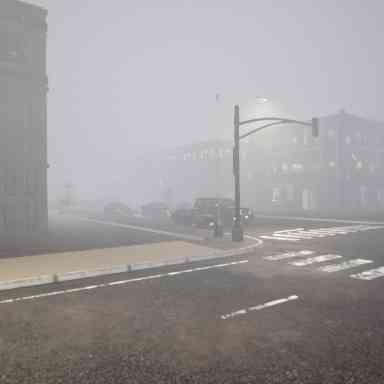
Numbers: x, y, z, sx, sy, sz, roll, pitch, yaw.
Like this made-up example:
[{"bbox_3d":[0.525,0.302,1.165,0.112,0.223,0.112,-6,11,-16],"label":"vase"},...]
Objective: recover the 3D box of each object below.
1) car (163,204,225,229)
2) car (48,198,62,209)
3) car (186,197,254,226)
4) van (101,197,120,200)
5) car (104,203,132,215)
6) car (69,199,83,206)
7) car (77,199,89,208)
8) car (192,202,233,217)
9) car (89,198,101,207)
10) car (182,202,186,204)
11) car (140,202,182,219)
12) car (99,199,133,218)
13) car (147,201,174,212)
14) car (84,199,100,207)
[{"bbox_3d":[0.034,1.814,24.088,1.947,1.339,4.313,-1,0,-35],"label":"car"},{"bbox_3d":[-23.819,2.232,57.904,1.752,1.417,4.829,-1,0,-35],"label":"car"},{"bbox_3d":[2.238,1.443,25.676,2.150,2.045,5.566,-1,0,-35],"label":"car"},{"bbox_3d":[-13.885,1.907,58.381,1.690,1.788,3.998,-1,0,-35],"label":"van"},{"bbox_3d":[-9.450,2.052,42.169,1.895,1.301,4.718,-1,0,-35],"label":"car"},{"bbox_3d":[-26.695,2.364,76.436,1.947,1.339,4.313,-1,0,-35],"label":"car"},{"bbox_3d":[-20.190,2.195,62.825,1.812,1.442,4.674,-1,-1,-35],"label":"car"},{"bbox_3d":[2.138,1.809,35.812,2.008,1.369,4.403,-2,0,-35],"label":"car"},{"bbox_3d":[-17.090,1.940,62.894,2.192,1.841,5.009,-1,0,-35],"label":"car"},{"bbox_3d":[-1.066,1.904,40.327,1.802,1.307,4.206,-2,0,-35],"label":"car"},{"bbox_3d":[-3.564,1.828,33.859,2.128,1.511,4.902,-1,0,-35],"label":"car"},{"bbox_3d":[-7.901,1.846,35.474,1.967,1.590,4.097,-1,0,-35],"label":"car"},{"bbox_3d":[-4.268,1.966,44.840,1.802,1.307,4.206,-2,0,-35],"label":"car"},{"bbox_3d":[-20.288,2.227,67.408,1.887,1.381,4.507,-1,0,-35],"label":"car"}]
